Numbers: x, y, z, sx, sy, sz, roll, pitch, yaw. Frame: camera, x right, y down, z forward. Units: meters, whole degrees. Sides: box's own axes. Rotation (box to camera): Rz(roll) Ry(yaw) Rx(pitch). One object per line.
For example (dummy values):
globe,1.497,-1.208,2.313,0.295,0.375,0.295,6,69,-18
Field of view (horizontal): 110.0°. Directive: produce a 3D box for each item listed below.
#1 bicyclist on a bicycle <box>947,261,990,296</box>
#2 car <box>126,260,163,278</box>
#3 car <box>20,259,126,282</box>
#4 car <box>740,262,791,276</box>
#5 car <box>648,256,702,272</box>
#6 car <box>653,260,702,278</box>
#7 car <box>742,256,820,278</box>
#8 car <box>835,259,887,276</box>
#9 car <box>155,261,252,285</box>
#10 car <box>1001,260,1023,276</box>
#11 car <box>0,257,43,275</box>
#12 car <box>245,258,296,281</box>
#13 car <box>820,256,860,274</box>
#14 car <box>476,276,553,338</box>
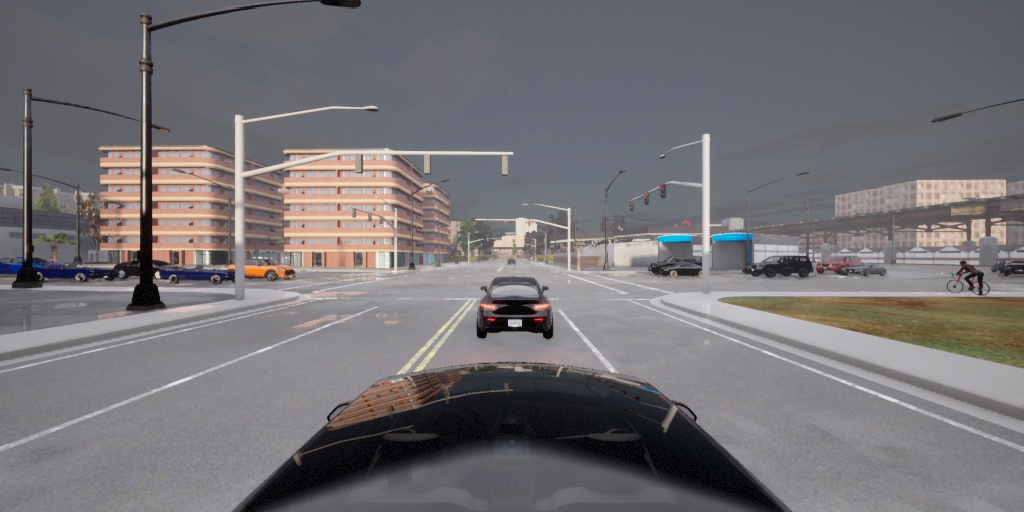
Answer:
bicyclist on a bicycle,21.908,1.051,17.256,0.582,1.620,1.656,0,0,0
car,-28.243,1.021,28.122,4.892,1.490,1.837,1,0,1
car,-30.080,1.088,24.654,4.718,1.301,1.895,1,0,1
car,26.583,1.314,37.696,4.181,1.385,1.994,0,0,-8
car,17.183,0.971,37.340,5.566,2.045,2.150,0,0,1
car,16.096,1.314,33.906,4.181,1.385,1.994,0,0,0
car,25.449,0.971,34.037,5.566,2.045,2.150,0,0,-5
car,35.243,1.314,35.978,4.181,1.385,1.994,0,0,-18
car,-20.965,1.220,24.490,4.718,1.301,1.895,1,0,2
car,50.501,1.228,35.516,5.008,1.535,1.882,0,0,-33
car,-38.176,0.821,28.310,5.008,1.535,1.882,1,0,1
car,-19.466,0.986,27.959,4.553,1.767,2.097,1,0,1
car,36.621,0.971,40.073,5.566,2.045,2.150,0,0,-22
car,0.073,1.276,10.015,1.812,1.442,4.674,0,0,0
